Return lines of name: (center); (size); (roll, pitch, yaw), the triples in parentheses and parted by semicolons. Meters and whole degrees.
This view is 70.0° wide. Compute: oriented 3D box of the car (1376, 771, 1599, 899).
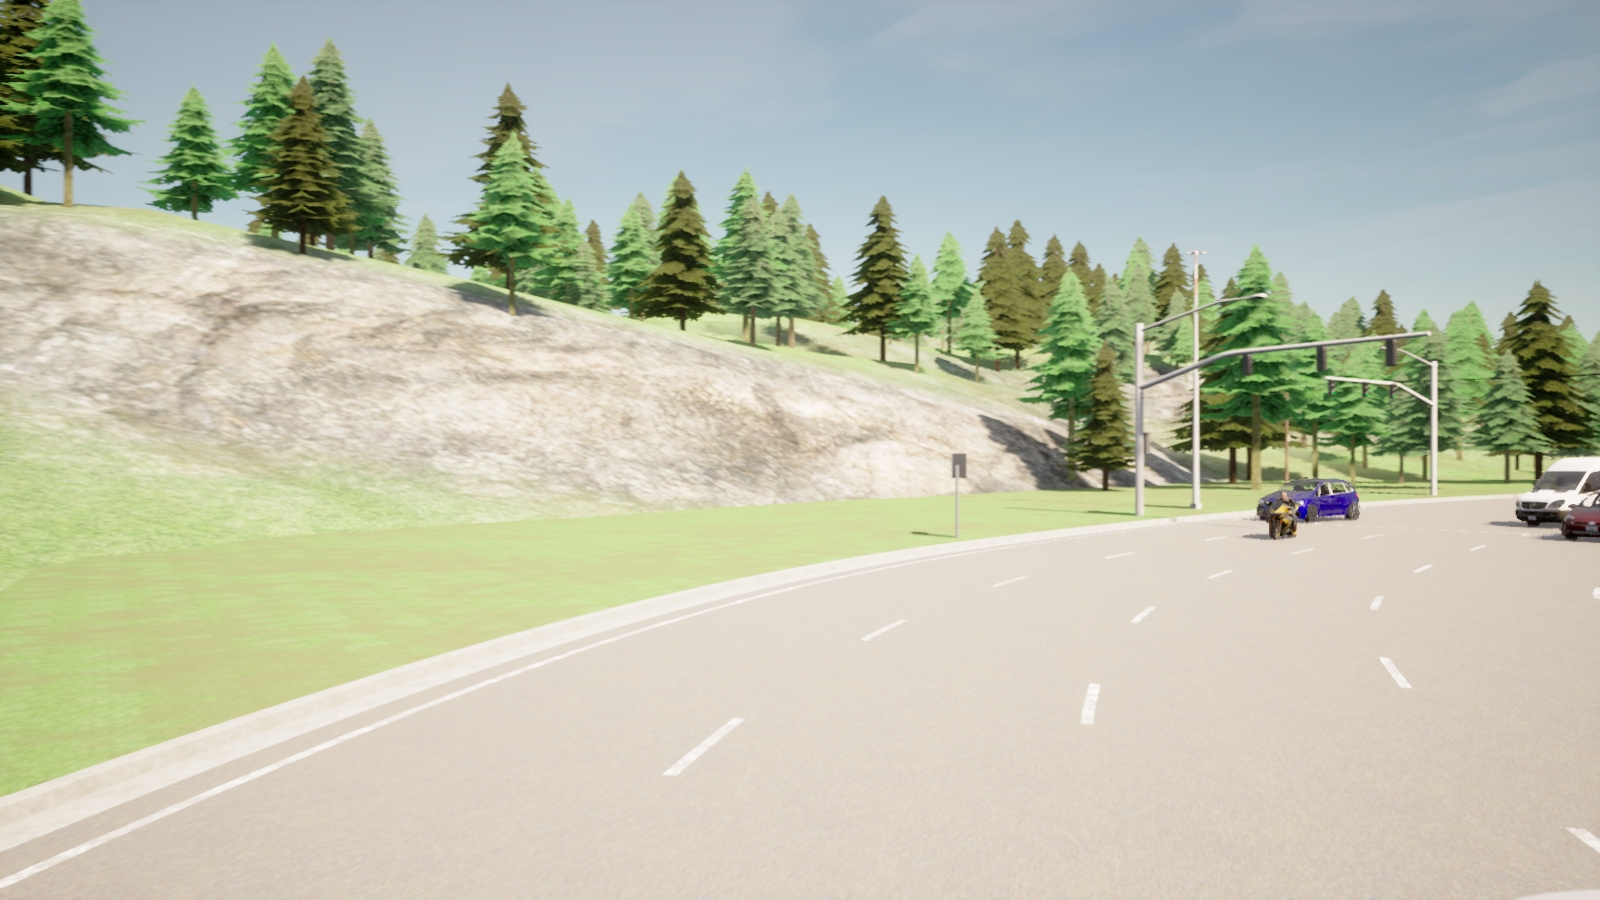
car: (3.243, 2.035, 1.994); (2.097, 1.535, 5.006); (0, 0, 2)

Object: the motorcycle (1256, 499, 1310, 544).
motorcycle: (15.127, 2.210, 35.765); (0.867, 1.251, 2.209); (2, 2, 41)

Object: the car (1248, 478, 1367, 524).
car: (20.081, 1.976, 45.168); (4.611, 1.667, 2.242); (0, -1, -35)

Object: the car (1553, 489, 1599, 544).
car: (25.432, 2.050, 35.573); (4.514, 1.525, 2.007); (0, 0, -38)

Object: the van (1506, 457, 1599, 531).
van: (28.868, 1.546, 41.484); (5.915, 2.561, 1.988); (0, -1, -16)
